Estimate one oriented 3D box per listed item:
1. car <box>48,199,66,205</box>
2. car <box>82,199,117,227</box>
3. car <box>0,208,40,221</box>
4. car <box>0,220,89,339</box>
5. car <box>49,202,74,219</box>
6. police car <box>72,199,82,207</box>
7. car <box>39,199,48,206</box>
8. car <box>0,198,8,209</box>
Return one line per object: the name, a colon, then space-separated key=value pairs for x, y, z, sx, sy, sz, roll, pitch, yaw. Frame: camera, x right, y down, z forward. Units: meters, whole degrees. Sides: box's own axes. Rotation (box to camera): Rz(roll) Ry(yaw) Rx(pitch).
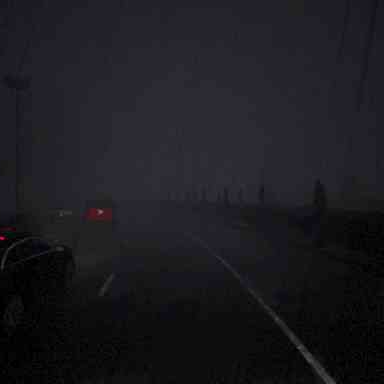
car: x=-30.172 y=2.406 z=75.264 sx=1.882 sy=1.535 sz=5.008 roll=0 pitch=-1 yaw=-44
car: x=-7.022 y=1.528 z=25.682 sx=2.150 sy=2.045 sz=5.566 roll=0 pitch=-1 yaw=-15
car: x=-8.438 y=1.707 z=15.619 sx=1.837 sy=1.490 sz=4.892 roll=0 pitch=-1 yaw=-9
car: x=-3.838 y=1.580 z=6.673 sx=2.128 sy=1.511 sz=4.902 roll=0 pitch=-1 yaw=-4
car: x=-13.468 y=2.026 z=34.407 sx=1.895 sy=1.301 sz=4.718 roll=0 pitch=-1 yaw=-21
police car: x=-22.948 y=2.240 z=67.139 sx=1.930 sy=1.638 sz=5.238 roll=0 pitch=-1 yaw=-39
car: x=-34.932 y=2.500 z=79.824 sx=4.892 sy=1.490 sz=1.837 roll=-1 pitch=-1 yaw=42
car: x=-31.024 y=1.909 z=52.637 sx=2.150 sy=2.045 sz=5.566 roll=0 pitch=-1 yaw=-34
